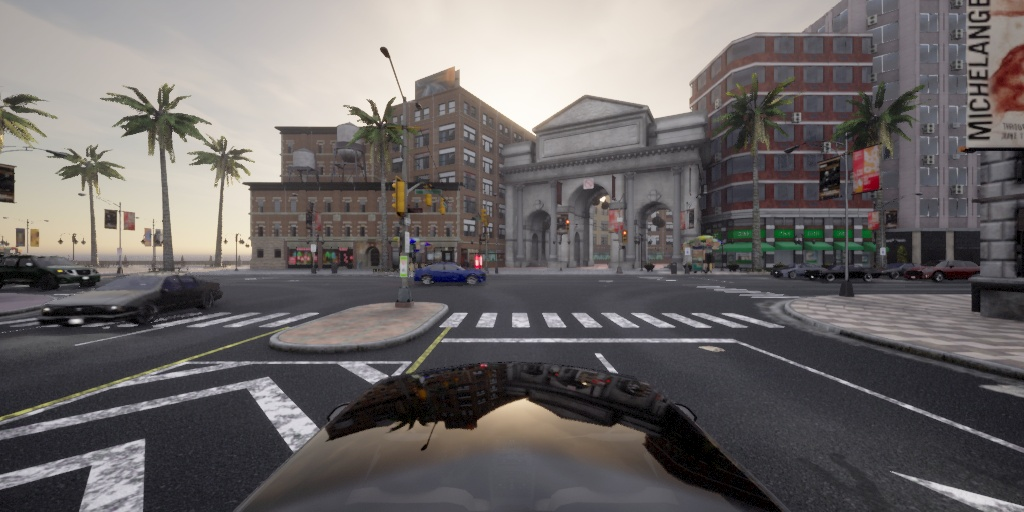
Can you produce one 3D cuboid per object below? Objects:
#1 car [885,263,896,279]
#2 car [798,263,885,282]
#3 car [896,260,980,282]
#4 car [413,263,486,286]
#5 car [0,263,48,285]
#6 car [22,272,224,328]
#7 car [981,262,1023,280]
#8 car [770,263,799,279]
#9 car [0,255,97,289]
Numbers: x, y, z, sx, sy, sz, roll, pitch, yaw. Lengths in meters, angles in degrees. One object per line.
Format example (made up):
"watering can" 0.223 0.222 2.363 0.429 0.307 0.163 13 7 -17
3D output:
"car" 34.847 1.297 31.902 5.357 1.411 2.033 0 0 1
"car" 26.107 1.351 28.517 4.718 1.301 1.895 0 0 1
"car" 34.063 1.102 28.363 4.553 1.767 2.097 0 0 2
"car" -4.325 1.227 25.057 5.008 1.535 1.882 0 0 0
"car" -36.355 1.255 25.299 4.892 1.490 1.837 0 0 0
"car" -11.850 1.297 11.835 2.033 1.411 5.357 0 0 -13
"car" 44.748 1.255 31.189 4.892 1.490 1.837 0 0 8
"car" 25.592 1.314 32.005 4.181 1.385 1.994 0 0 1
"car" -28.555 0.971 21.731 5.566 2.045 2.150 0 0 1
